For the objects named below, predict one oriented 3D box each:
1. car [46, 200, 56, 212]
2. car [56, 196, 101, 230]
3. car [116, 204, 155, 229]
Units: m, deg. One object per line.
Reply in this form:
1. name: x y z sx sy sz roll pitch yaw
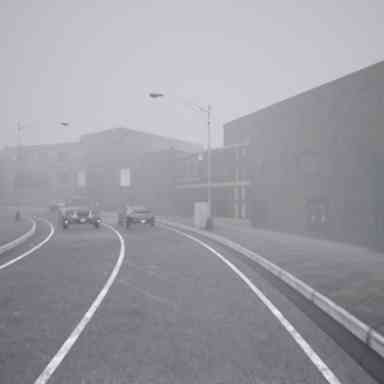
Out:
1. car: -15.140 1.626 38.442 4.892 1.490 1.837 0 -1 43
2. car: -7.501 1.296 21.974 2.150 2.045 5.566 1 0 -25
3. car: -3.902 1.594 22.627 2.128 1.511 4.902 1 0 -22
